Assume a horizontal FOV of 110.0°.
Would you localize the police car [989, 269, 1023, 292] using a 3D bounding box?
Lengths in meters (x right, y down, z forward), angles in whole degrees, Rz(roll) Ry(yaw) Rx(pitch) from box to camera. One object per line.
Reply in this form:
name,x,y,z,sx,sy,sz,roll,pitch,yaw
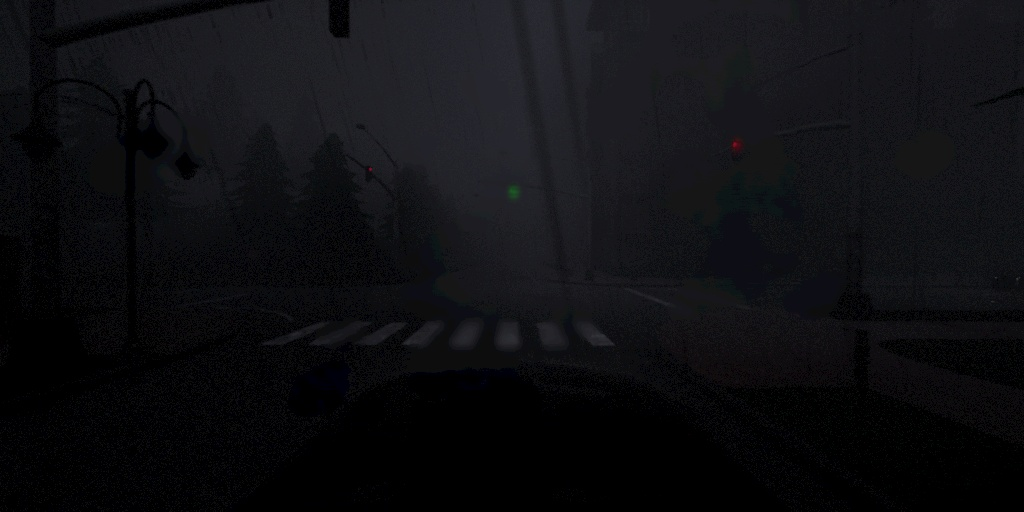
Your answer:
police car,26.970,1.119,17.818,4.974,1.542,2.038,0,1,1
